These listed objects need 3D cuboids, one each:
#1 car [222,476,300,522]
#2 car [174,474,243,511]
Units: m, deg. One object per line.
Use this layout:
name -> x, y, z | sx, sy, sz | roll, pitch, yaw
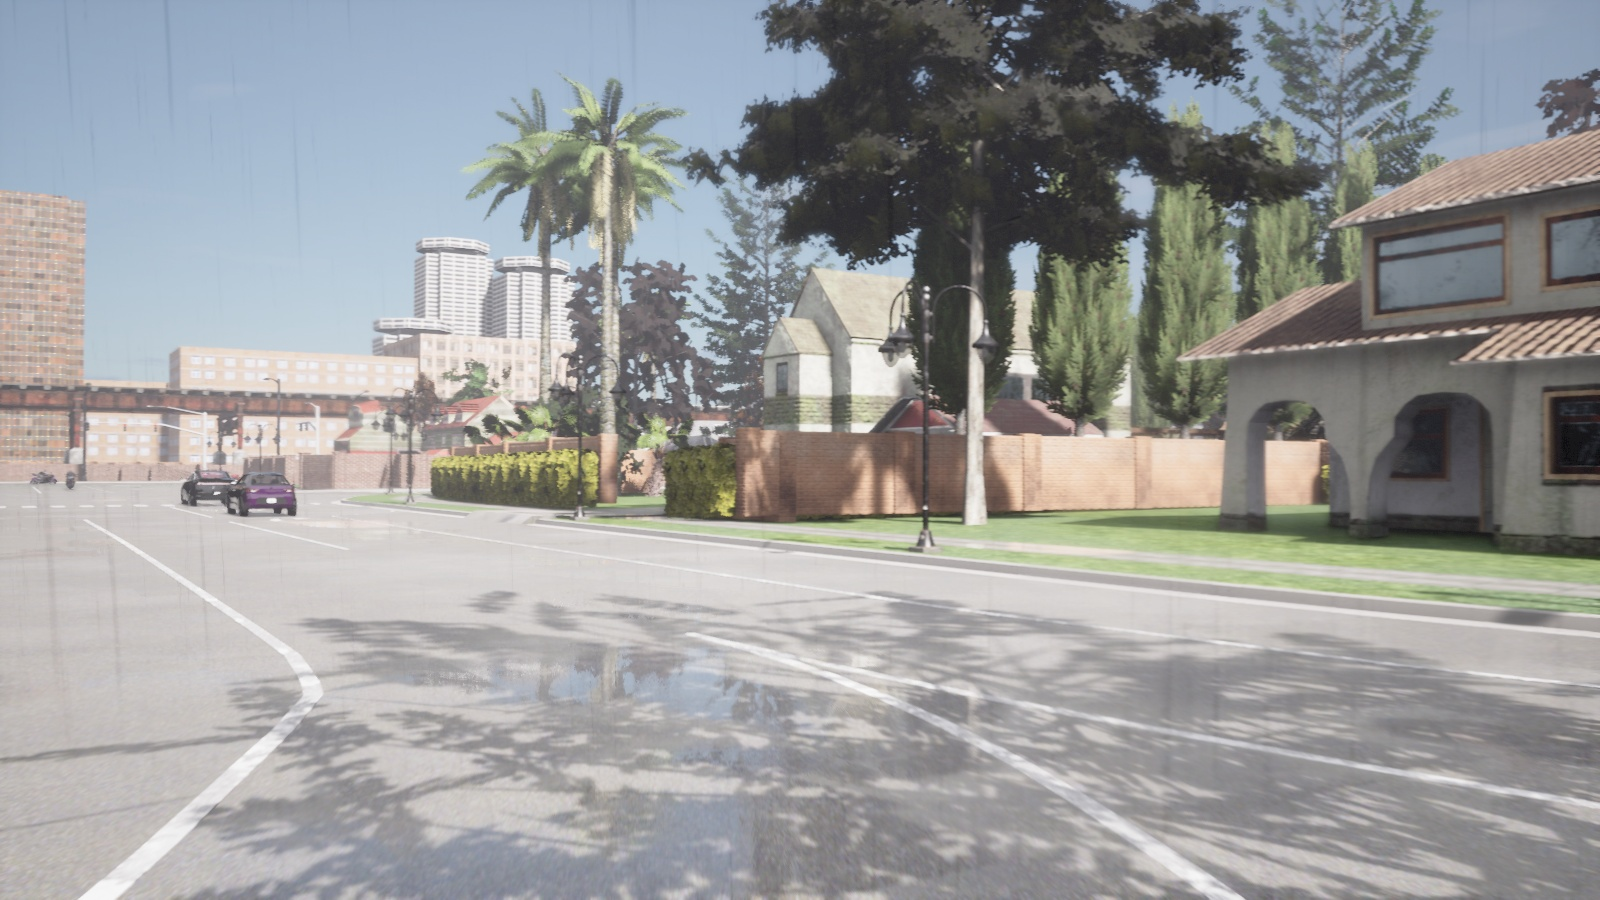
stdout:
car -> -18.461, 1.632, 42.939 | 1.816, 1.474, 4.193 | 0, -1, -32
car -> -25.585, 1.796, 54.242 | 2.128, 1.511, 4.902 | 0, -1, -32
